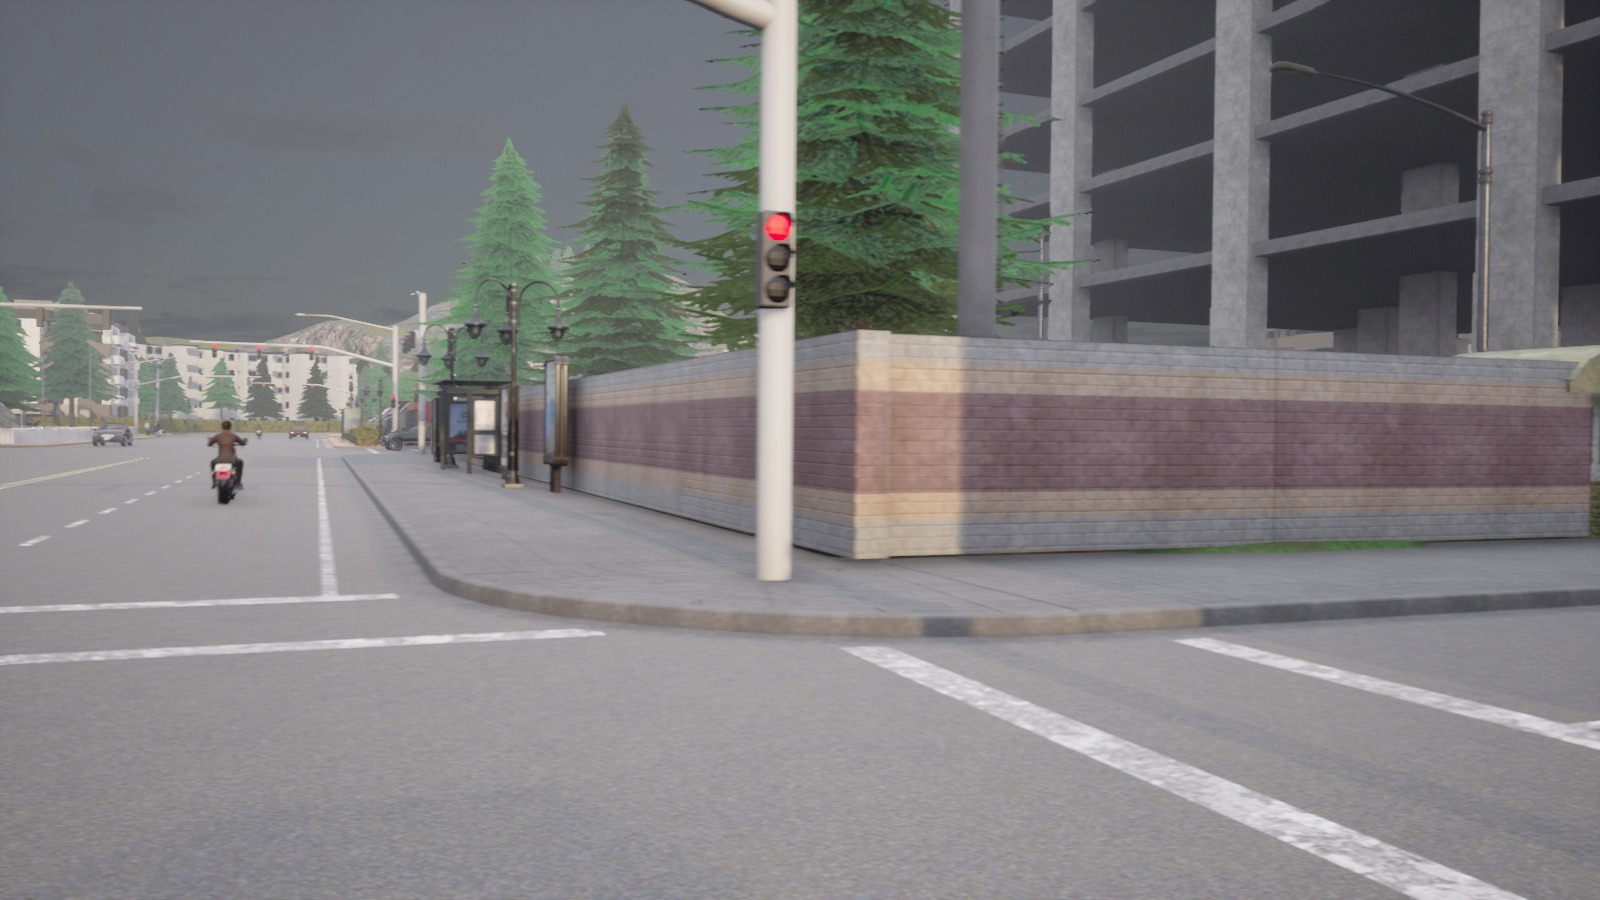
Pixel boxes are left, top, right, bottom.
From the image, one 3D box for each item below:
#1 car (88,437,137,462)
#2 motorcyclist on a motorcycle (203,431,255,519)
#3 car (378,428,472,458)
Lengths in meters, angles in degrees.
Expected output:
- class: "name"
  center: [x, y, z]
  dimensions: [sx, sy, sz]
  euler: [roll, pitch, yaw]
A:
- class: "car"
  center: [-44.014, -0.080, 80.516]
  dimensions: [2.128, 1.511, 4.902]
  euler: [-1, 1, -21]
- class: "motorcyclist on a motorcycle"
  center: [-11.273, 0.466, 24.834]
  dimensions: [0.766, 1.649, 2.350]
  euler: [-1, 1, -21]
- class: "car"
  center: [-21.864, -0.432, 73.226]
  dimensions: [5.027, 1.651, 2.152]
  euler: [-1, 1, -23]
